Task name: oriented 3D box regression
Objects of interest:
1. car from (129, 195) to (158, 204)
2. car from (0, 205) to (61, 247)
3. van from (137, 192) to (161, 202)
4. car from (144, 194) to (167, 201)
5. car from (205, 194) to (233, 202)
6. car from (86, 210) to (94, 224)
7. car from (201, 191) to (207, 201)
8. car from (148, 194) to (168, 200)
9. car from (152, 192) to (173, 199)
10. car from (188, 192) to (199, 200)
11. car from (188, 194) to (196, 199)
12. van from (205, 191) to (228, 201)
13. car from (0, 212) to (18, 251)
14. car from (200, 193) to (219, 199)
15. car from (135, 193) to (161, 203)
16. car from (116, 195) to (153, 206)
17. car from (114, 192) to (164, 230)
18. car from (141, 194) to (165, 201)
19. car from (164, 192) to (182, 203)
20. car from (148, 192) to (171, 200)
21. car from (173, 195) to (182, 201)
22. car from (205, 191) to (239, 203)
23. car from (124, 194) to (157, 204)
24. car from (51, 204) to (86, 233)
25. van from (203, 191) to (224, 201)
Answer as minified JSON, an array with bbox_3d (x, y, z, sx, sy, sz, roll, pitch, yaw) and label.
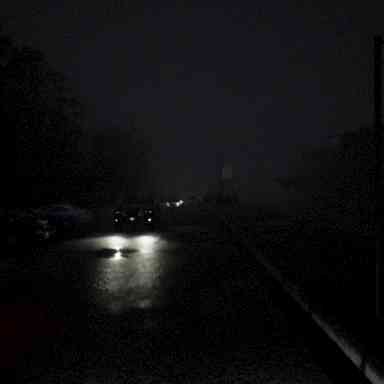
[{"bbox_3d":[-8.266,1.218,56.800,4.674,1.452,2.002,-1,0,0],"label":"car"},{"bbox_3d":[-8.319,1.461,13.539,4.892,1.521,2.231,-1,0,0],"label":"car"},{"bbox_3d":[-8.377,0.954,65.149,4.442,1.987,1.878,-1,0,0],"label":"van"},{"bbox_3d":[-8.255,1.203,76.292,5.008,1.535,2.097,-1,0,0],"label":"car"},{"bbox_3d":[4.811,1.057,59.596,4.892,1.521,2.231,-1,0,0],"label":"car"},{"bbox_3d":[-8.313,1.452,19.961,4.674,1.452,2.002,-1,0,0],"label":"car"},{"bbox_3d":[4.781,0.814,53.991,5.566,2.045,2.435,-1,0,0],"label":"car"},{"bbox_3d":[-8.292,1.245,81.862,4.792,1.488,2.163,-1,0,0],"label":"car"},{"bbox_3d":[-8.244,1.006,93.002,5.566,2.045,2.435,-1,0,0],"label":"car"},{"bbox_3d":[0.074,1.245,77.602,1.895,1.301,4.718,-1,0,0],"label":"car"},{"bbox_3d":[0.068,1.189,87.599,2.033,1.411,5.357,-1,0,0],"label":"car"},{"bbox_3d":[4.935,0.840,68.006,4.442,1.987,1.878,-1,0,0],"label":"van"},{"bbox_3d":[-8.326,1.524,10.263,4.674,1.452,2.002,-1,0,0],"label":"car"},{"bbox_3d":[4.815,1.126,90.432,5.008,1.535,2.097,-1,0,0],"label":"car"},{"bbox_3d":[-8.230,1.050,62.369,4.553,1.767,2.185,-1,0,0],"label":"car"},{"bbox_3d":[-8.270,1.204,48.445,5.008,1.535,2.097,-1,0,0],"label":"car"},{"bbox_3d":[-3.234,1.087,20.747,2.150,2.045,5.566,-1,0,0],"label":"car"},{"bbox_3d":[-8.256,1.231,70.721,4.674,1.452,2.002,-1,0,0],"label":"car"},{"bbox_3d":[-3.236,1.003,57.977,2.097,1.767,4.553,-1,0,1],"label":"car"},{"bbox_3d":[-8.240,0.971,84.646,5.566,2.045,2.435,-1,0,0],"label":"car"},{"bbox_3d":[-3.174,1.268,74.142,1.895,1.301,4.718,-1,0,0],"label":"car"},{"bbox_3d":[4.814,1.075,51.190,4.892,1.521,2.231,-1,0,0],"label":"car"},{"bbox_3d":[-8.273,1.182,54.013,5.008,1.535,2.097,-1,0,0],"label":"car"},{"bbox_3d":[-8.326,1.435,16.812,5.008,1.535,2.097,-1,0,0],"label":"car"},{"bbox_3d":[4.701,0.854,73.613,4.442,1.987,1.878,-1,0,0],"label":"van"}]
